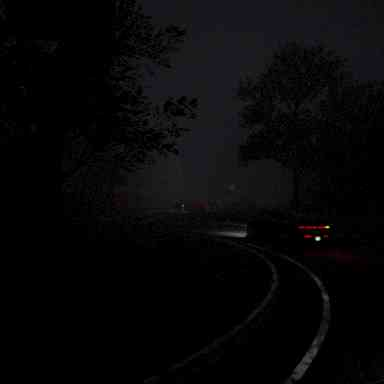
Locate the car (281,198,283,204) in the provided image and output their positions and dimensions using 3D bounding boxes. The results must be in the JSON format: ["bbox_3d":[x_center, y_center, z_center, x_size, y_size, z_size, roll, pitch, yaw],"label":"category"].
[{"bbox_3d":[26.892,2.854,87.945,5.008,1.535,2.097,0,-1,10],"label":"car"}]

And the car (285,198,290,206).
[{"bbox_3d":[25.019,2.434,76.937,5.566,2.045,2.435,0,-1,10],"label":"car"}]

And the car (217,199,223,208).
[{"bbox_3d":[4.778,2.583,70.866,1.994,1.385,4.181,0,-1,10],"label":"car"}]

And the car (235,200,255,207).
[{"bbox_3d":[12.609,2.656,78.811,4.674,1.452,2.002,0,-1,10],"label":"car"}]

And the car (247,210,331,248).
[{"bbox_3d":[4.298,1.608,15.548,1.837,1.490,4.892,2,-1,-17],"label":"car"}]

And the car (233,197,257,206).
[{"bbox_3d":[12.116,2.319,76.034,5.566,2.045,2.435,0,-1,10],"label":"car"}]

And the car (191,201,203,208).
[{"bbox_3d":[1.069,2.533,68.638,1.994,1.385,4.181,0,-1,10],"label":"car"}]

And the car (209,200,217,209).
[{"bbox_3d":[2.914,2.376,60.614,1.837,1.490,4.892,0,-1,10],"label":"car"}]

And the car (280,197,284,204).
[{"bbox_3d":[27.362,2.896,90.729,5.008,1.535,2.097,0,-1,10],"label":"car"}]

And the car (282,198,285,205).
[{"bbox_3d":[26.424,2.814,85.160,4.892,1.521,2.231,0,-1,10],"label":"car"}]

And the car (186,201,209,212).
[{"bbox_3d":[0.914,2.160,49.346,1.882,1.535,5.008,0,-1,11],"label":"car"}]

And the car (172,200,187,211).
[{"bbox_3d":[-1.777,2.075,53.494,2.097,1.767,4.553,0,-1,11],"label":"car"}]

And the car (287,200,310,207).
[{"bbox_3d":[25.500,2.729,79.590,4.892,1.521,2.231,0,-1,10],"label":"car"}]

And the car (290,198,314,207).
[{"bbox_3d":[24.023,2.459,71.242,4.553,1.767,2.185,0,0,10],"label":"car"}]

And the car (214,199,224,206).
[{"bbox_3d":[6.549,2.537,80.718,1.812,1.442,4.674,0,-1,10],"label":"car"}]
